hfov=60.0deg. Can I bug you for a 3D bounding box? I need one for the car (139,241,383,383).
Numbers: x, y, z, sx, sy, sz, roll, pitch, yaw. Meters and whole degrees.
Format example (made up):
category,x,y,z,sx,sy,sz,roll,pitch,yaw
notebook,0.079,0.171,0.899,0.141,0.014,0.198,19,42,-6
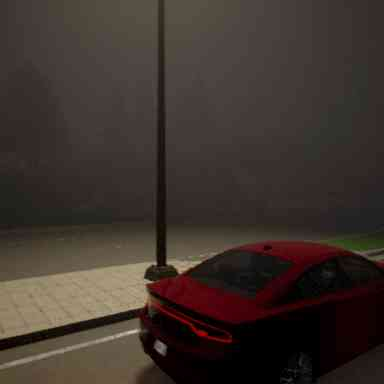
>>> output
category,x,y,z,sx,sy,sz,roll,pitch,yaw
car,1.684,1.479,4.942,5.008,1.535,1.882,0,0,-35
